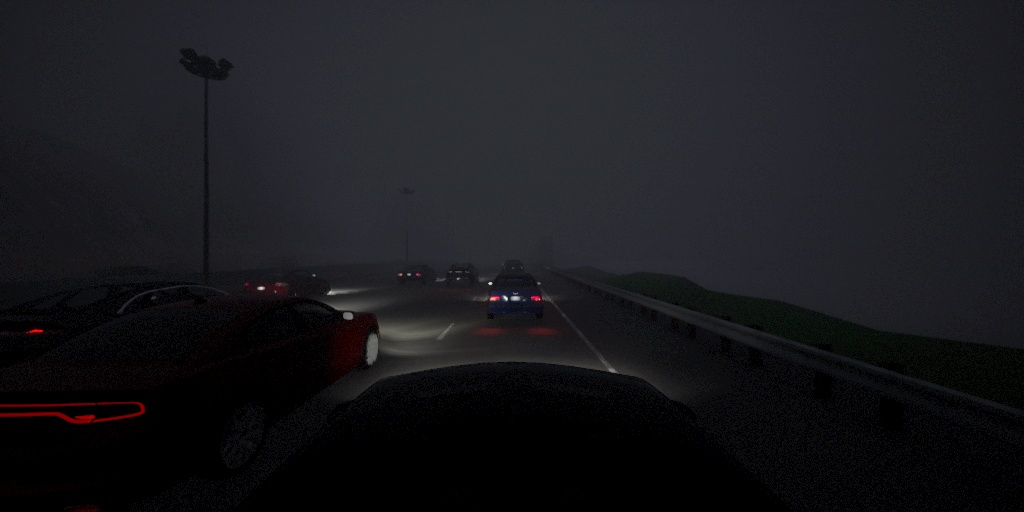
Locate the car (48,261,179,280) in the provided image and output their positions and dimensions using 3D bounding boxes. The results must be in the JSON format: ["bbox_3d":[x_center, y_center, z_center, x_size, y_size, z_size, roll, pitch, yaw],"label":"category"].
[{"bbox_3d":[-21.101,1.227,19.023,1.882,1.535,5.008,0,0,0],"label":"car"}]

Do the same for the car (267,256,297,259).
[{"bbox_3d":[-28.086,0.969,43.174,2.150,2.045,5.566,0,0,0],"label":"car"}]

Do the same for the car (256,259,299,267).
[{"bbox_3d":[-24.596,1.295,37.948,2.033,1.411,5.357,0,0,0],"label":"car"}]

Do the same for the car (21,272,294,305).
[{"bbox_3d":[-6.902,1.241,7.059,2.128,1.511,4.902,0,0,0],"label":"car"}]

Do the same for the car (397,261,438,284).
[{"bbox_3d":[-6.899,1.296,26.549,2.033,1.411,5.357,0,0,0],"label":"car"}]

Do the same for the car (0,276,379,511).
[{"bbox_3d":[-3.403,1.227,4.738,1.882,1.535,5.008,0,0,0],"label":"car"}]

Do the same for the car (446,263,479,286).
[{"bbox_3d":[-3.401,1.240,25.134,2.128,1.511,4.902,0,0,0],"label":"car"}]

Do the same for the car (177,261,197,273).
[{"bbox_3d":[-31.581,1.255,32.816,1.837,1.490,4.892,0,-1,0],"label":"car"}]

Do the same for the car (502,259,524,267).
[{"bbox_3d":[0.099,1.099,34.158,2.097,1.767,4.553,0,0,0],"label":"car"}]

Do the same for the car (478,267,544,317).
[{"bbox_3d":[0.100,1.296,13.043,2.033,1.411,5.357,0,0,0],"label":"car"}]

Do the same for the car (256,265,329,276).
[{"bbox_3d":[-10.401,1.313,16.872,1.994,1.385,4.181,0,0,0],"label":"car"}]
